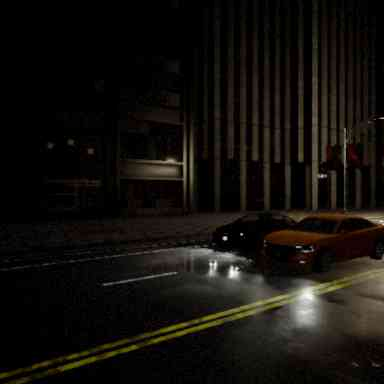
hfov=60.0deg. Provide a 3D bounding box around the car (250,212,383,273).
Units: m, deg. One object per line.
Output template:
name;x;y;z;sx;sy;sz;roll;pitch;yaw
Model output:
car;4.431;1.468;10.819;5.008;1.535;1.882;-1;0;-35

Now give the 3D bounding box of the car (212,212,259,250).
car;2.873;1.554;13.696;4.181;1.385;1.994;0;0;-35
